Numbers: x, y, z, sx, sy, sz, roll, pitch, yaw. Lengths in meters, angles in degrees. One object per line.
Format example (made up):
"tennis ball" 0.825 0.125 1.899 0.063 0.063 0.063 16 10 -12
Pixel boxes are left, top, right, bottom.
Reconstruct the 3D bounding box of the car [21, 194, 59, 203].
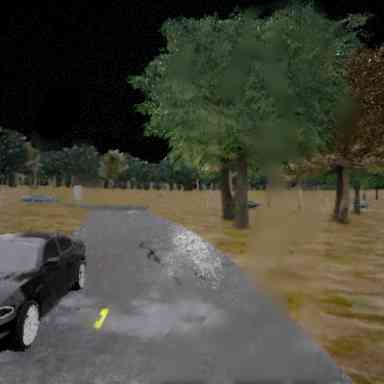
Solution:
"car" -23.426 0.994 51.624 5.357 1.411 2.033 3 -2 -17

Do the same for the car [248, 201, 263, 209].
"car" 10.970 2.397 62.118 4.892 1.490 1.837 2 -2 -17

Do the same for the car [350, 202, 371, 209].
"car" 37.429 2.970 73.862 4.902 1.511 2.128 1 -2 -17

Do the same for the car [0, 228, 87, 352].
"car" -3.439 1.558 6.453 1.882 1.535 5.008 0 0 -5
